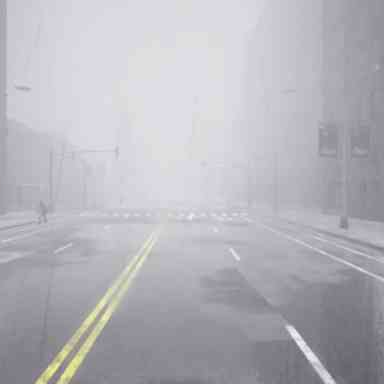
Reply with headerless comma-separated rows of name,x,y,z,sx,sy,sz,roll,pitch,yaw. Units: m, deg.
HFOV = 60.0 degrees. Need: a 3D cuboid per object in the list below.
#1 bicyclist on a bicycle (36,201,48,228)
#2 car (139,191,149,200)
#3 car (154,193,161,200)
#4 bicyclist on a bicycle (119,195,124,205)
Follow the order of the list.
bicyclist on a bicycle,-9.085,1.370,20.168,0.582,1.620,1.656,1,-3,-3
car,-11.881,0.815,82.991,2.150,2.045,5.566,0,0,-6
car,-8.649,1.068,83.335,1.882,1.535,5.008,0,0,-6
bicyclist on a bicycle,-10.989,1.240,51.557,0.866,1.612,1.509,6,-4,-20
